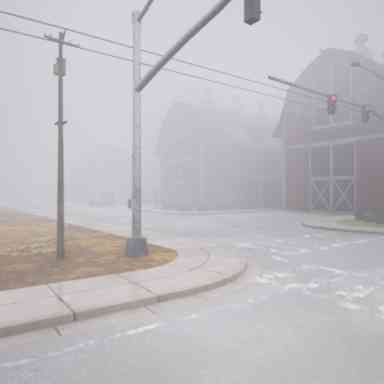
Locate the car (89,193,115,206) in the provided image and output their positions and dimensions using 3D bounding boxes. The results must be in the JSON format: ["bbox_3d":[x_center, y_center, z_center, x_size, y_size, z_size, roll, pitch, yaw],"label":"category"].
[{"bbox_3d":[-13.667,1.111,50.689,3.866,1.878,1.905,-2,5,11],"label":"car"}]
